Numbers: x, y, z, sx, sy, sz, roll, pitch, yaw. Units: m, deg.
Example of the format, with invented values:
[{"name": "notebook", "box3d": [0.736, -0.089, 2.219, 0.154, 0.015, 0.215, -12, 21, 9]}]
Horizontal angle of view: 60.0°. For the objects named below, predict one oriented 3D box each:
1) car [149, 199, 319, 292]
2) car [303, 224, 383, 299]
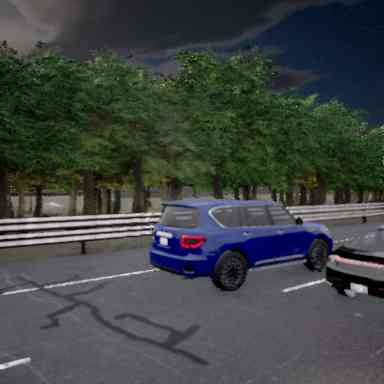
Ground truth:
[{"name": "car", "box3d": [1.537, 1.212, 9.150, 5.566, 2.045, 2.150, 0, 0, -36]}, {"name": "car", "box3d": [4.909, 1.476, 7.259, 4.902, 1.511, 2.128, 0, 0, -36]}]
